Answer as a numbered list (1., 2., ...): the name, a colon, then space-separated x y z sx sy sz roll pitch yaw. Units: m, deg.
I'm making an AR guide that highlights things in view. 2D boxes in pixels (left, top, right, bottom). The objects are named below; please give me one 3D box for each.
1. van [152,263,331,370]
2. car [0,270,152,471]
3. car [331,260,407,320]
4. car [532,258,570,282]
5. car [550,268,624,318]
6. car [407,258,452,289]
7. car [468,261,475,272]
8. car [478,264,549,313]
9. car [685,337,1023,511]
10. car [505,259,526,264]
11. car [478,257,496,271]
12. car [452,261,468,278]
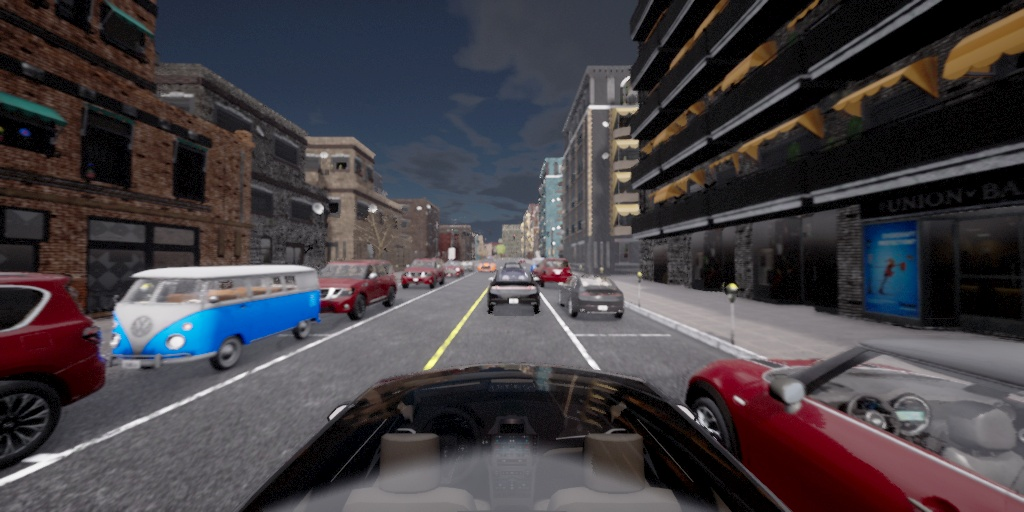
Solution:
1. van: -5.690 1.094 7.447 1.690 1.789 3.998 0 0 0
2. car: -5.690 1.065 2.040 2.192 1.841 5.009 0 0 0
3. car: -5.691 1.071 12.855 2.192 1.841 5.009 0 0 0
4. car: 2.688 1.078 23.663 2.192 1.841 5.009 0 0 0
5. car: 2.690 1.308 12.848 2.007 1.370 4.403 0 0 0
6. car: -5.692 1.077 23.669 2.192 1.841 5.009 0 0 0
7. car: -5.696 1.325 45.298 2.007 1.370 4.403 0 0 0
8. car: 0.068 1.250 14.046 2.128 1.511 4.902 0 0 0
9. car: 2.691 1.190 2.034 1.967 1.591 4.097 0 0 0
10. car: 0.067 1.272 29.195 1.837 1.490 4.892 0 0 0
11. car: -3.073 1.125 44.810 2.097 1.767 4.553 0 0 0
12. car: -5.694 1.208 34.484 1.967 1.591 4.097 0 0 0
